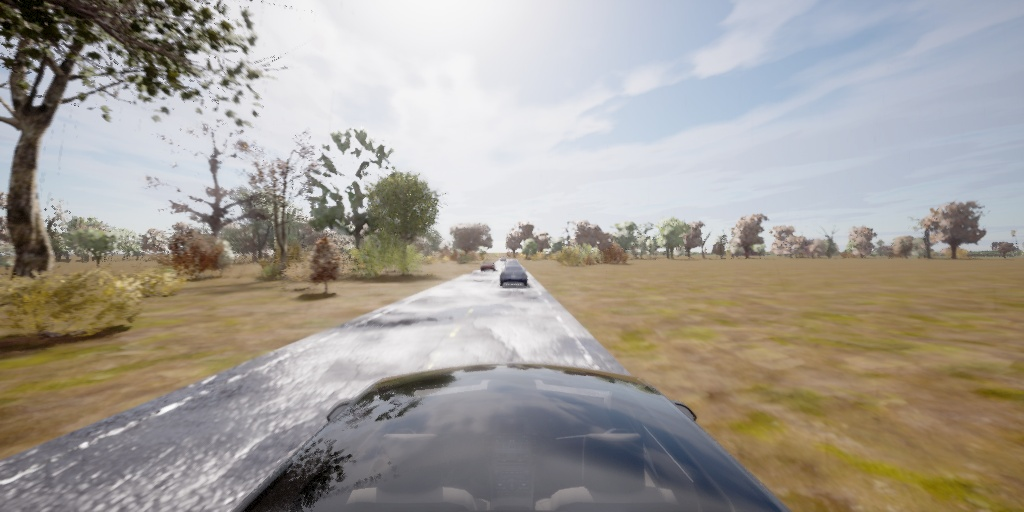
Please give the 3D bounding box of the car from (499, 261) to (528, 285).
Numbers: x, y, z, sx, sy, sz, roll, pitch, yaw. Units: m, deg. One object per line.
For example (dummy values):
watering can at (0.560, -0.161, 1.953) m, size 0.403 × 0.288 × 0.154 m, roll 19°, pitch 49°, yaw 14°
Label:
car at (0.107, 1.311, 25.692) m, size 1.994 × 1.385 × 4.181 m, roll 0°, pitch 0°, yaw 0°

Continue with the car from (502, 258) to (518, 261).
car at (0.112, 1.241, 43.420) m, size 1.837 × 1.490 × 4.892 m, roll 0°, pitch 0°, yaw 0°

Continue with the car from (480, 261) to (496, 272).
car at (-3.038, 1.335, 46.070) m, size 1.895 × 1.301 × 4.718 m, roll 0°, pitch 0°, yaw 1°
